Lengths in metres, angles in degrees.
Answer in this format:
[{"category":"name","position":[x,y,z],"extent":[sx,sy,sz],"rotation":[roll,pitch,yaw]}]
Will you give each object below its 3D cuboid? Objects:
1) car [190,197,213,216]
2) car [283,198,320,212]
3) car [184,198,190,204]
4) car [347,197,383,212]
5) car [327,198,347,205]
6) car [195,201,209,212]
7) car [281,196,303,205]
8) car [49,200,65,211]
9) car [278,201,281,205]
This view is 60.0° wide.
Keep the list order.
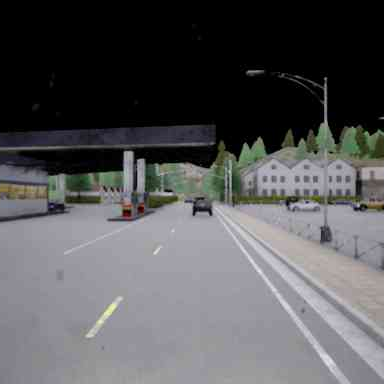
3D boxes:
[{"category":"car","position":[1.156,1.571,37.226],"extent":[2.150,2.045,5.566],"rotation":[0,-1,1]},{"category":"car","position":[13.872,1.759,41.557],"extent":[3.806,1.475,1.970],"rotation":[0,-1,1]},{"category":"car","position":[-1.017,2.343,85.992],"extent":[2.033,1.411,5.357],"rotation":[0,-1,2]},{"category":"car","position":[22.350,1.499,41.399],"extent":[4.605,1.855,1.932],"rotation":[0,-1,1]},{"category":"car","position":[30.107,1.995,67.093],"extent":[5.357,1.411,2.033],"rotation":[0,-1,1]},{"category":"car","position":[1.462,2.012,47.818],"extent":[1.994,1.385,4.181],"rotation":[0,-1,2]},{"category":"car","position":[14.561,1.506,44.869],"extent":[3.866,1.878,1.905],"rotation":[0,-1,1]},{"category":"car","position":[-19.418,1.901,46.206],"extent":[2.242,1.667,4.611],"rotation":[0,-1,1]},{"category":"car","position":[19.460,2.004,67.371],"extent":[4.181,1.385,1.994],"rotation":[0,-1,1]}]
